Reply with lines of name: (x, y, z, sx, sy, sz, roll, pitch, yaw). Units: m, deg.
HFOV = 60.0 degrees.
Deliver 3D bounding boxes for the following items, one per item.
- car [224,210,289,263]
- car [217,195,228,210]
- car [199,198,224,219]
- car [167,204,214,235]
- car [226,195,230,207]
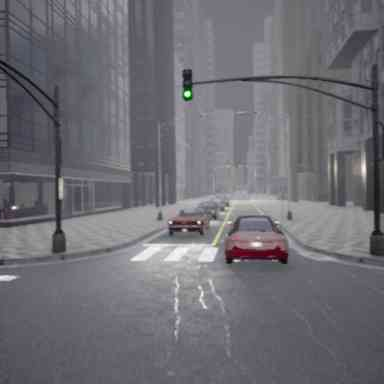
car: (2.185, 1.509, 11.780, 1.994, 1.385, 4.181, -1, 0, 8)
car: (2.776, 1.429, 37.820, 1.812, 1.442, 4.674, -1, 0, 8)
car: (1.344, 1.486, 28.159, 2.033, 1.411, 5.357, -1, 0, 8)
car: (-0.049, 1.575, 18.609, 1.895, 1.301, 4.718, -1, 0, 8)
car: (4.316, 1.220, 47.934, 2.097, 1.767, 4.553, -1, 0, 8)
